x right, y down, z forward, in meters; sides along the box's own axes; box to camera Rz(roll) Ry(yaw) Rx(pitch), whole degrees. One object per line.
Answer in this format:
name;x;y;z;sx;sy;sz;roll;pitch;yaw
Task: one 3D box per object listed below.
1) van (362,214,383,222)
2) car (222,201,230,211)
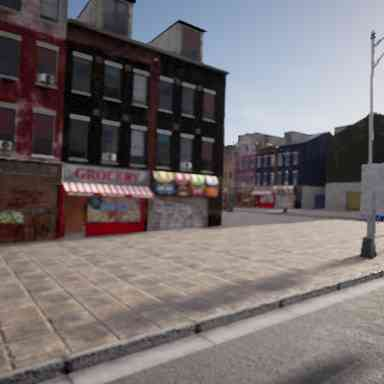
van;15.987;1.572;26.854;1.690;1.788;3.998;3;-2;-35
car;3.311;1.825;44.674;1.802;1.307;4.206;3;-2;-35
